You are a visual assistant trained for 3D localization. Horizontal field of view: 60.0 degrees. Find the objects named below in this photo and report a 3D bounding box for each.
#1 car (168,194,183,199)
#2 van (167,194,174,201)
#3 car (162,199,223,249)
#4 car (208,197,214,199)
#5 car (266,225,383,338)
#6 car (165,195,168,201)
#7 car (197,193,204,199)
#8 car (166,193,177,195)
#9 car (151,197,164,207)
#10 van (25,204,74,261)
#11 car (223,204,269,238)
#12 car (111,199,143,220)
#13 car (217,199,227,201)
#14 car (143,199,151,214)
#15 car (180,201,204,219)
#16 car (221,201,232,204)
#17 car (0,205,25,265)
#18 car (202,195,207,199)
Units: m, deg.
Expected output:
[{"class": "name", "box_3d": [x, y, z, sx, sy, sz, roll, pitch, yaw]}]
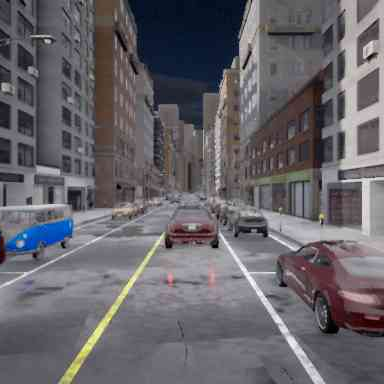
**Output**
[{"class": "car", "box_3d": [-3.000, 1.586, 61.724, 2.033, 1.411, 5.357, 0, 0, 0]}, {"class": "van", "box_3d": [-5.670, 1.332, 88.448, 1.690, 1.788, 3.998, 0, 0, 0]}, {"class": "car", "box_3d": [0.000, 1.361, 14.620, 2.097, 1.767, 4.553, 0, 0, 0]}, {"class": "car", "box_3d": [2.856, 1.427, 34.070, 1.967, 1.590, 4.097, 0, 0, 0]}, {"class": "car", "box_3d": [2.857, 1.578, 6.441, 1.802, 1.307, 4.206, 0, 0, 0]}, {"class": "car", "box_3d": [-5.669, 1.534, 56.173, 2.008, 1.369, 4.403, 0, 0, 0]}, {"class": "car", "box_3d": [2.857, 1.533, 82.947, 1.887, 1.381, 4.507, 0, 0, 0]}, {"class": "car", "box_3d": [-5.670, 1.304, 82.947, 2.192, 1.841, 5.009, 0, 0, 0]}, {"class": "car", "box_3d": [-5.669, 1.508, 50.478, 1.752, 1.417, 4.829, 0, 0, 0]}, {"class": "van", "box_3d": [-5.666, 1.336, 11.966, 1.690, 1.788, 3.998, 0, 0, 0]}, {"class": "car", "box_3d": [2.857, 1.544, 17.493, 2.008, 1.369, 4.403, 0, 0, 0]}, {"class": "car", "box_3d": [-5.669, 1.514, 28.375, 1.752, 1.417, 4.829, 0, 0, 0]}, {"class": "car", "box_3d": [2.857, 1.571, 28.544, 1.802, 1.307, 4.206, 0, 0, 0]}, {"class": "car", "box_3d": [-5.669, 1.427, 34.071, 1.967, 1.590, 4.097, 0, 0, 0]}, {"class": "car", "box_3d": [0.000, 1.562, 29.651, 1.994, 1.385, 4.181, 0, 0, 0]}, {"class": "car", "box_3d": [2.857, 1.542, 23.019, 2.008, 1.369, 4.403, 0, 0, 0]}, {"class": "car", "box_3d": [-5.669, 1.311, 6.442, 2.192, 1.841, 5.009, 0, 0, 0]}, {"class": "car", "box_3d": [2.856, 1.509, 50.817, 1.752, 1.417, 4.829, 0, 0, 0]}]
